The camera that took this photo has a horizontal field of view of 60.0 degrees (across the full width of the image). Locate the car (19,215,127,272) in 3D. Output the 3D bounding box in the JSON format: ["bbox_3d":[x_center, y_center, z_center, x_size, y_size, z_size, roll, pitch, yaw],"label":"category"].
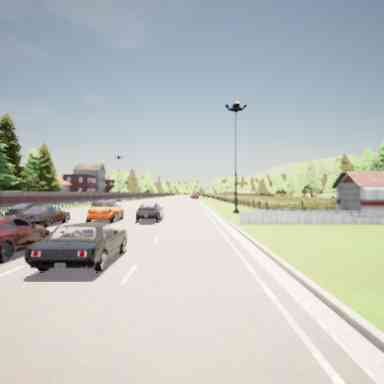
[{"bbox_3d":[-3.435,1.657,10.930,1.895,1.301,4.718,0,0,0],"label":"car"}]

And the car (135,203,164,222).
[{"bbox_3d":[-3.424,1.630,27.385,2.128,1.511,4.902,0,0,0],"label":"car"}]

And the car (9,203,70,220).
[{"bbox_3d":[-10.451,1.667,23.664,2.033,1.411,5.357,0,0,1],"label":"car"}]

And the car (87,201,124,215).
[{"bbox_3d":[-6.925,1.487,27.052,2.097,1.767,4.553,0,0,0],"label":"car"}]

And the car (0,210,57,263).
[{"bbox_3d":[-6.928,1.588,12.162,1.812,1.442,4.674,0,-1,1],"label":"car"}]
